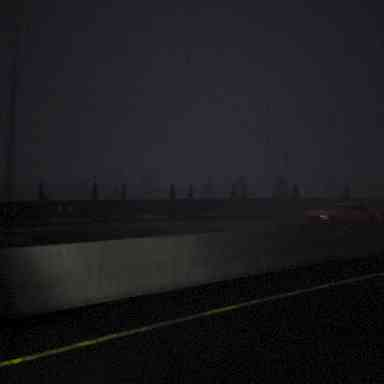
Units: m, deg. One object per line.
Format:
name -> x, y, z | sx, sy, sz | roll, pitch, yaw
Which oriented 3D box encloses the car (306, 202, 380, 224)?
car -> 9.483, 1.420, 20.901 | 5.008, 1.535, 1.882 | 0, 0, -23
